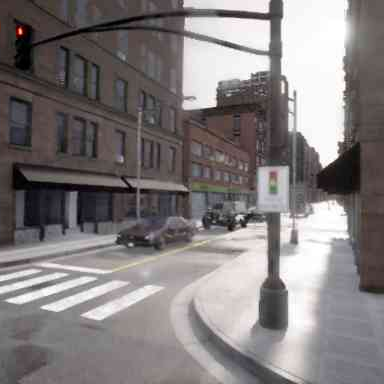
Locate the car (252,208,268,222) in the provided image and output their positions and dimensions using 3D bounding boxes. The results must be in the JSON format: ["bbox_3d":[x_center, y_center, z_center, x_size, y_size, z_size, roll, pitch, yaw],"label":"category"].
[{"bbox_3d":[6.684,2.337,34.418,1.895,1.301,4.718,0,-1,24],"label":"car"}]

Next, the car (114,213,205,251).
[{"bbox_3d":[-1.443,1.836,16.102,2.033,1.411,5.357,0,-1,24],"label":"car"}]

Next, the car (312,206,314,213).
[{"bbox_3d":[19.014,2.763,54.985,1.882,1.535,5.008,0,-1,24],"label":"car"}]

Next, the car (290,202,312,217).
[{"bbox_3d":[14.572,2.261,44.969,2.150,2.045,5.566,0,-1,24],"label":"car"}]

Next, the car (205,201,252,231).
[{"bbox_3d":[2.640,1.734,25.308,2.150,2.045,5.566,0,-1,24],"label":"car"}]
